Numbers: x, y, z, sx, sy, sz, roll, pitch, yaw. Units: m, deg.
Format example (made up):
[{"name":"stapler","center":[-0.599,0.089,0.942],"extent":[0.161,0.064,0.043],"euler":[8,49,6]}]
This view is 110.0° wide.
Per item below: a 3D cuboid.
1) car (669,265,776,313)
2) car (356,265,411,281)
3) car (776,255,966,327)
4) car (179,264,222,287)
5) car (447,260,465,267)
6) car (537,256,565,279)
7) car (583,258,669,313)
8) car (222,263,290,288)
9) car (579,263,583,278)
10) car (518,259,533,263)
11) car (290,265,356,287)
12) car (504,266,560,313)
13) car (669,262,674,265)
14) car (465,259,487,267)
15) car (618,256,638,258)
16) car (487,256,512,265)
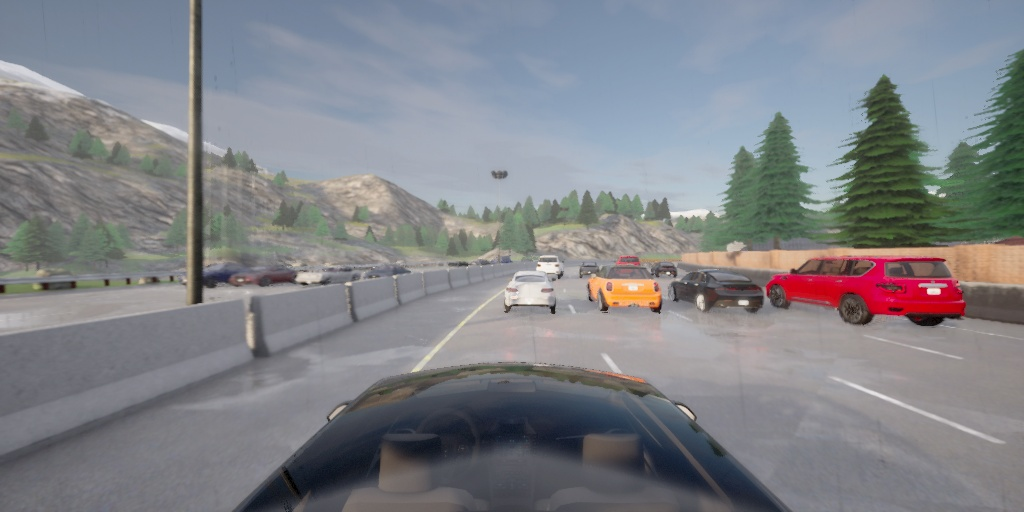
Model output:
[{"name":"car","center":[7.776,1.279,14.138],"extent":[1.837,1.490,4.892],"euler":[0,0,5]},{"name":"car","center":[-8.691,1.295,25.216],"extent":[1.994,1.385,4.181],"euler":[0,0,9]},{"name":"car","center":[11.076,1.005,11.919],"extent":[2.150,2.045,5.566],"euler":[0,0,4]},{"name":"car","center":[-19.456,1.227,24.066],"extent":[1.812,1.442,4.674],"euler":[0,0,8]},{"name":"car","center":[-9.508,1.339,63.341],"extent":[1.895,1.301,4.718],"euler":[0,0,21]},{"name":"car","center":[3.647,0.989,33.476],"extent":[2.150,2.045,5.566],"euler":[0,0,12]},{"name":"car","center":[4.295,1.117,14.337],"extent":[2.097,1.767,4.553],"euler":[0,0,5]},{"name":"car","center":[-15.992,1.274,23.434],"extent":[1.994,1.385,4.181],"euler":[0,0,8]},{"name":"car","center":[7.452,1.270,34.359],"extent":[2.128,1.511,4.902],"euler":[0,0,13]},{"name":"car","center":[2.463,1.274,64.979],"extent":[1.837,1.490,4.892],"euler":[0,0,23]},{"name":"car","center":[-12.353,1.322,24.498],"extent":[1.895,1.301,4.718],"euler":[0,0,8]},{"name":"car","center":[0.755,1.281,14.073],"extent":[1.812,1.442,4.674],"euler":[0,0,5]},{"name":"car","center":[14.804,1.304,35.070],"extent":[1.837,1.490,4.892],"euler":[0,0,14]},{"name":"car","center":[-5.674,1.242,63.490],"extent":[2.128,1.511,4.902],"euler":[0,0,22]},{"name":"car","center":[10.944,1.010,34.056],"extent":[2.150,2.045,5.566],"euler":[0,0,13]},{"name":"car","center":[-1.891,0.981,63.649],"extent":[2.150,2.045,5.566],"euler":[0,0,22]}]
